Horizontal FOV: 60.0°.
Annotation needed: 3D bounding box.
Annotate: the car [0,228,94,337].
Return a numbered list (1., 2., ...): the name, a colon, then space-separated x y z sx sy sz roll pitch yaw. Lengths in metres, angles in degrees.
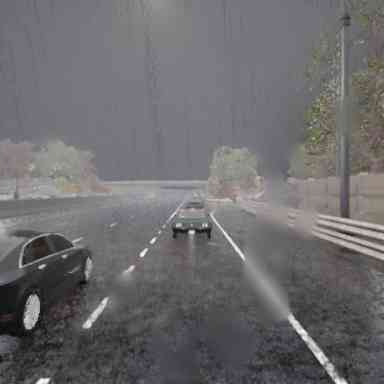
1. car: -3.402 1.484 6.577 1.837 1.490 4.892 0 0 0

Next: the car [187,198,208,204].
1. car: 0.502 1.402 34.979 1.837 1.490 4.892 -1 0 5

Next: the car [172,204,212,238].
1. car: -0.007 1.547 17.478 1.895 1.301 4.718 0 0 0
